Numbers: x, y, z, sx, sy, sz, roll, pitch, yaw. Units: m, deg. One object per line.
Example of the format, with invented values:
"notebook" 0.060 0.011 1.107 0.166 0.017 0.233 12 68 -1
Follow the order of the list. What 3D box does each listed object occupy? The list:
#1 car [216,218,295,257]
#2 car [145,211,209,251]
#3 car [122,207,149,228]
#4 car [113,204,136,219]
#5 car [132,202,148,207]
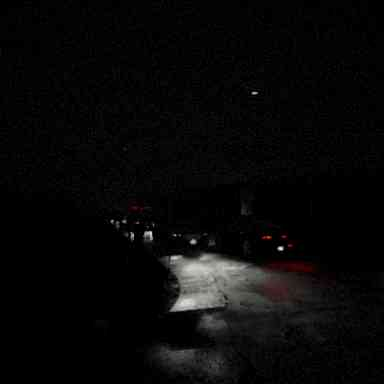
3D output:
"car" 2.625 1.911 14.839 1.837 1.490 4.892 -1 -1 -17
"car" -0.697 1.903 16.401 2.128 1.511 4.902 1 -2 -18
"car" -4.051 2.207 26.609 2.033 1.411 5.357 1 -2 -18
"car" -8.289 2.484 39.615 1.812 1.442 4.674 1 -1 -19
"car" -7.398 2.355 46.044 2.150 2.045 5.566 1 -2 -18
